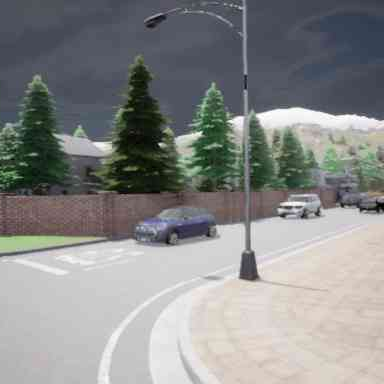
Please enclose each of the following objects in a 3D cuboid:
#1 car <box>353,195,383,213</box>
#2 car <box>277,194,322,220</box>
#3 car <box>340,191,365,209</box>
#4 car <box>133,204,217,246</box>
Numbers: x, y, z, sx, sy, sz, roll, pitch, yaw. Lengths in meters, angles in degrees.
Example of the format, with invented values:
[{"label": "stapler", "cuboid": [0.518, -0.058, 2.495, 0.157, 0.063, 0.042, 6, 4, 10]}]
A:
[{"label": "car", "cuboid": [18.713, 1.339, 34.439, 2.128, 1.511, 4.902, -1, 0, 39]}, {"label": "car", "cuboid": [9.497, 1.218, 29.053, 2.150, 2.045, 5.566, -1, 0, 39]}, {"label": "car", "cuboid": [20.696, 1.036, 42.537, 2.150, 2.045, 5.566, -1, 0, 40]}, {"label": "car", "cuboid": [-0.757, 1.517, 16.603, 2.097, 1.767, 4.553, -1, 0, 39]}]
